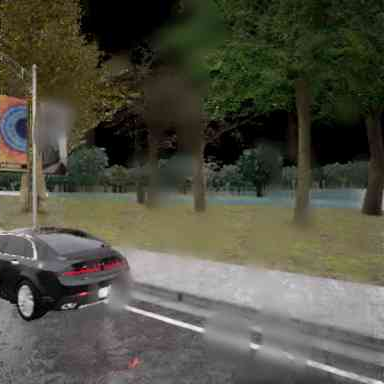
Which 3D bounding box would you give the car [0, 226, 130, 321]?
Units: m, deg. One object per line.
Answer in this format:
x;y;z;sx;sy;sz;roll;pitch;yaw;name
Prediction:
-3.486;1.529;7.374;4.892;1.490;1.837;0;0;37;car
